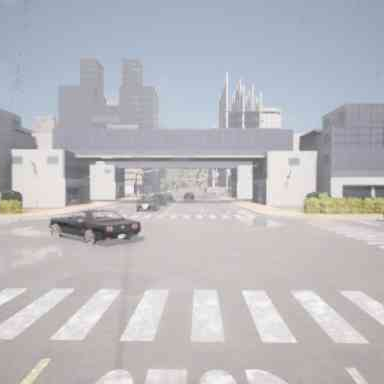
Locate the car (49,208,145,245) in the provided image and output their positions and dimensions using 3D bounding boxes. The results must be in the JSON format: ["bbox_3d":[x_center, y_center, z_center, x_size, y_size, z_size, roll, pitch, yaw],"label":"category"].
[{"bbox_3d":[-4.431,1.431,14.619,4.718,1.301,1.895,1,1,42],"label":"car"}]

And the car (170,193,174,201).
[{"bbox_3d":[-4.198,0.826,56.719,1.812,1.442,4.674,0,1,0],"label":"car"}]

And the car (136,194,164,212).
[{"bbox_3d":[-4.249,1.097,32.518,2.128,1.511,4.902,0,1,0],"label":"car"}]

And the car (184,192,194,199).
[{"bbox_3d":[-0.555,0.662,65.910,1.882,1.535,5.008,0,1,0],"label":"car"}]

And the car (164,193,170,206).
[{"bbox_3d":[-4.246,0.985,42.430,1.837,1.490,4.892,0,1,0],"label":"car"}]
